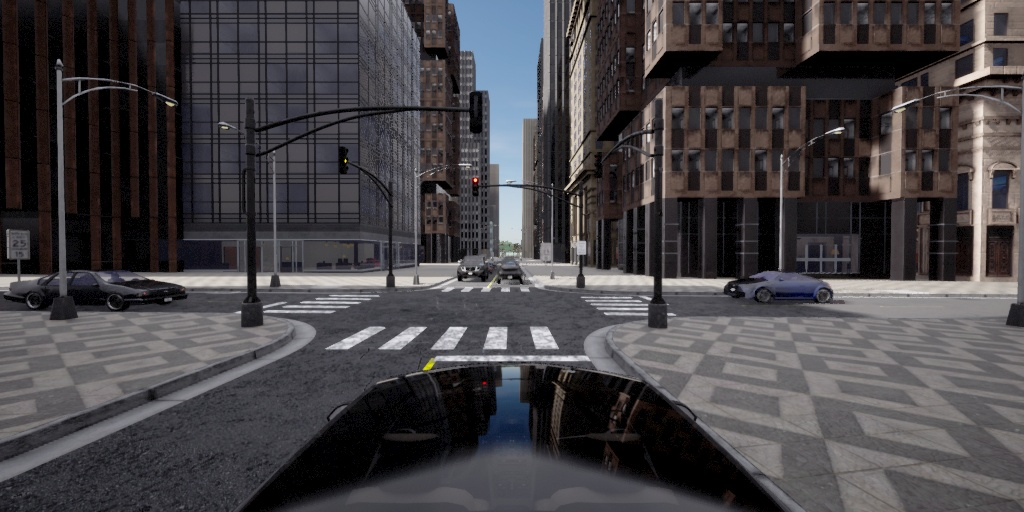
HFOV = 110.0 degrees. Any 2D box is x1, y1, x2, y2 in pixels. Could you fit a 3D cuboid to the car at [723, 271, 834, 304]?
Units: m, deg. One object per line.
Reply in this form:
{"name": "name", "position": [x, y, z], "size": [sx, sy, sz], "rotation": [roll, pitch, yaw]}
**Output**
{"name": "car", "position": [12.226, 1.388, 16.603], "size": [4.181, 1.385, 1.994], "rotation": [0, 1, 0]}

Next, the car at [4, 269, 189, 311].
{"name": "car", "position": [-15.372, 1.203, 13.377], "size": [5.357, 1.411, 2.033], "rotation": [1, 1, 2]}

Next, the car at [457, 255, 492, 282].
{"name": "car", "position": [-3.112, 0.958, 29.570], "size": [2.150, 2.045, 5.566], "rotation": [0, 0, 0]}

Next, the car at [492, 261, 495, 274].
{"name": "car", "position": [-3.109, 1.291, 39.596], "size": [1.994, 1.385, 4.181], "rotation": [0, 0, 0]}

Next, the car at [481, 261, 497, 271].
{"name": "car", "position": [-3.110, 1.317, 49.762], "size": [1.895, 1.301, 4.718], "rotation": [0, 0, 0]}

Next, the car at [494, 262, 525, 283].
{"name": "car", "position": [-0.087, 1.243, 27.795], "size": [1.837, 1.490, 4.892], "rotation": [-1, 0, 1]}
